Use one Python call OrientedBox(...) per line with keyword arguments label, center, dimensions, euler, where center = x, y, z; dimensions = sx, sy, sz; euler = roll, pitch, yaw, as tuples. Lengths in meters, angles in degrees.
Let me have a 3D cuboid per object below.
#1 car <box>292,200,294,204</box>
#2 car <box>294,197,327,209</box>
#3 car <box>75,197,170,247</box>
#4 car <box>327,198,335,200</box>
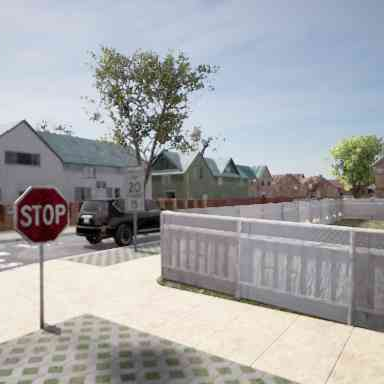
OrientedBox(label="car", center=(14.893, 1.727, 46.227), dimensions=(2.128, 1.511, 4.902), euler=(-1, -1, 34))
OrientedBox(label="car", center=(14.635, 1.523, 40.908), dimensions=(2.097, 1.767, 4.553), euler=(-1, -1, 35))
OrientedBox(label="car", center=(-2.749, 1.269, 15.681), dimensions=(2.150, 2.045, 5.566), euler=(-1, -1, 34))
OrientedBox(label="car", center=(20.359, 1.688, 49.330), dimensions=(1.882, 1.535, 5.008), euler=(-1, -1, 34))
